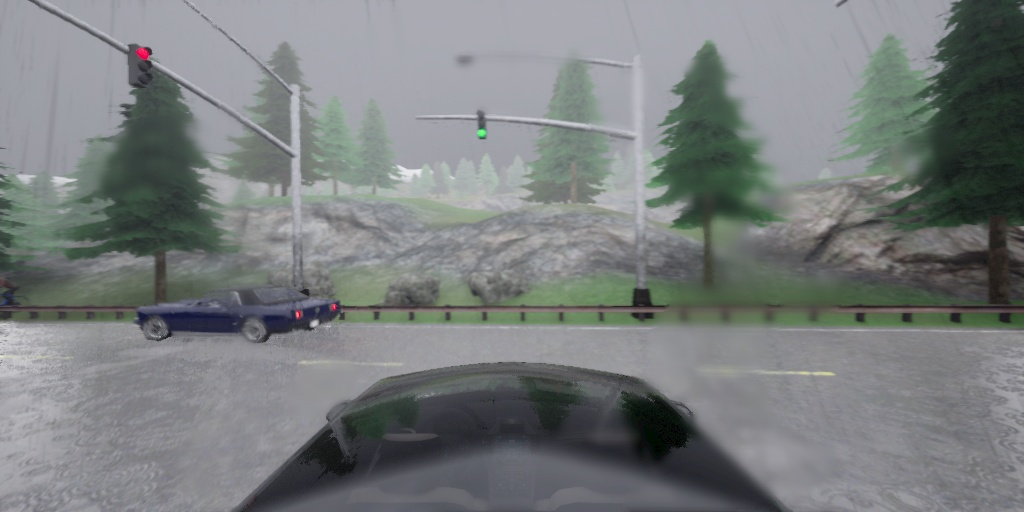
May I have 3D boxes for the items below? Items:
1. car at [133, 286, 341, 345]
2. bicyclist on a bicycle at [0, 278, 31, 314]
[{"bbox_3d":[-7.203,1.461,9.503,4.718,1.301,1.895,-1,0,10],"label":"car"},{"bbox_3d":[-20.170,1.511,14.124,0.582,1.620,1.656,-1,0,7],"label":"bicyclist on a bicycle"}]
